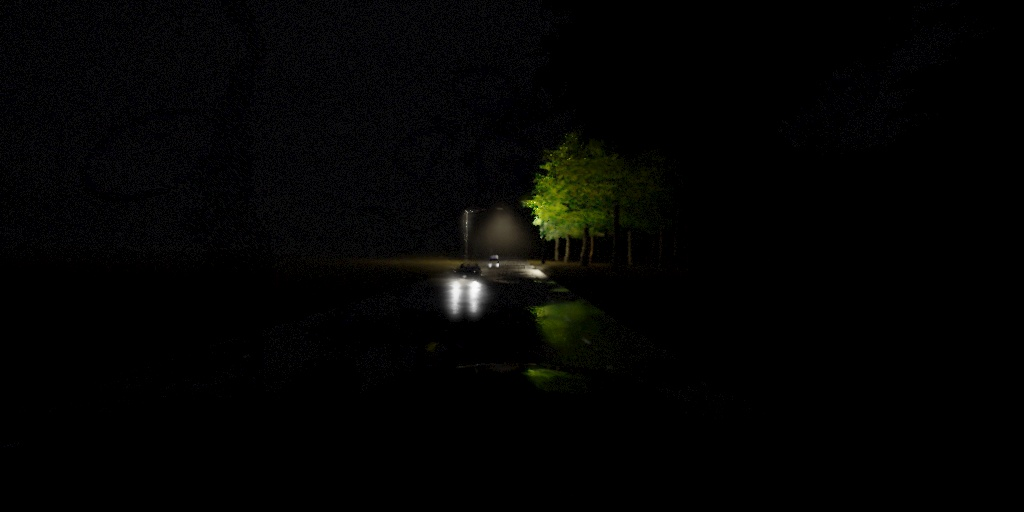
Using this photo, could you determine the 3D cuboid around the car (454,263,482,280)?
[{"bbox_3d":[-3.601,1.256,29.667,1.895,1.301,4.718,0,0,0],"label":"car"}]
